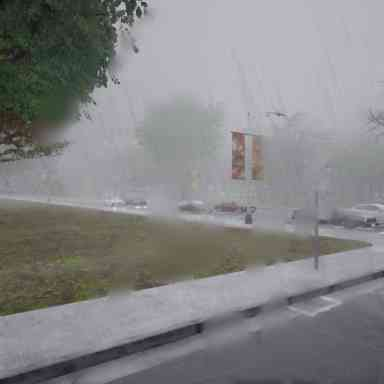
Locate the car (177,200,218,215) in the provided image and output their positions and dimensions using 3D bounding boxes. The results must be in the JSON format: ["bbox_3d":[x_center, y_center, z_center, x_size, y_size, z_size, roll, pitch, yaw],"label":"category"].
[{"bbox_3d":[0.217,1.505,33.958,1.812,1.442,4.674,0,0,-35],"label":"car"}]

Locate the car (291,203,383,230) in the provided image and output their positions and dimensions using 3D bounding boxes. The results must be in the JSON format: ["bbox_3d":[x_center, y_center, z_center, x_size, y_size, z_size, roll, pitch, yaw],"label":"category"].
[{"bbox_3d":[9.042,1.540,21.569,2.033,1.411,5.357,0,0,-36],"label":"car"}]

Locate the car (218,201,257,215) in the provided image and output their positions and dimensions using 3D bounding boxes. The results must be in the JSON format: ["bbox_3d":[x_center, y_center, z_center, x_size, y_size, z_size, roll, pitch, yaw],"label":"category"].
[{"bbox_3d":[4.327,1.578,33.786,1.895,1.301,4.718,0,0,-35],"label":"car"}]

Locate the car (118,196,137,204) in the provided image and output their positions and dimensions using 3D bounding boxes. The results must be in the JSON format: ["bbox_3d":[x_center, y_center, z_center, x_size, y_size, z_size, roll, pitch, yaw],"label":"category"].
[{"bbox_3d":[-12.288,1.487,63.041,1.812,1.442,4.674,0,0,-35],"label":"car"}]

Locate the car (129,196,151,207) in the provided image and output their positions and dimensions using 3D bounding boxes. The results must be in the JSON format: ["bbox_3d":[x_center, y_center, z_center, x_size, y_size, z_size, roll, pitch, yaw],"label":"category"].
[{"bbox_3d":[-8.987,1.515,52.620,2.033,1.411,5.357,0,0,-35],"label":"car"}]

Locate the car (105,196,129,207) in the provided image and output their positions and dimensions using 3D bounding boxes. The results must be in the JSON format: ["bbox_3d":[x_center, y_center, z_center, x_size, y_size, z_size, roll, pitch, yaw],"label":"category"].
[{"bbox_3d":[-11.917,1.499,51.141,1.812,1.442,4.674,0,0,-35],"label":"car"}]

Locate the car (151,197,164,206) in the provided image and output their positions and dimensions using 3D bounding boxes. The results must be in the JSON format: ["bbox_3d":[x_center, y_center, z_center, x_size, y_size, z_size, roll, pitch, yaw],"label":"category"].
[{"bbox_3d":[-6.296,1.489,54.628,1.812,1.442,4.674,0,0,-36],"label":"car"}]
